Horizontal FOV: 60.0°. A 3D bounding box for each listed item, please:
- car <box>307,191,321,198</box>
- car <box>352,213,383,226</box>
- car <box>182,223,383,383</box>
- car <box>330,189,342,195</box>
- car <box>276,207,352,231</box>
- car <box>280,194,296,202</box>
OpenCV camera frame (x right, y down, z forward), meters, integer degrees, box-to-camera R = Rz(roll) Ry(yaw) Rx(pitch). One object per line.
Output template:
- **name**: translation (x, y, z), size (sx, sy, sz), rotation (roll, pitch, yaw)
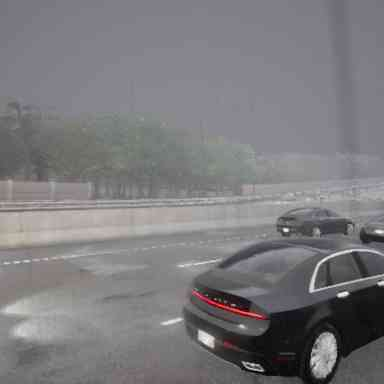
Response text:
- **car**: translation (27.945, 0.487, 75.958), size (2.097, 1.767, 4.553), rotation (0, 2, 38)
- **car**: translation (9.200, 1.575, 14.580), size (4.181, 1.385, 1.994), rotation (0, 0, -35)
- **car**: translation (2.140, 1.509, 5.390), size (4.892, 1.490, 1.837), rotation (0, 0, -35)
- **car**: translation (37.854, -0.100, 87.689), size (1.882, 1.535, 5.008), rotation (0, 3, 41)
- **car**: translation (6.338, 1.515, 16.840), size (4.892, 1.490, 1.837), rotation (0, 0, -35)
- **car**: translation (18.356, 1.160, 63.451), size (1.812, 1.442, 4.674), rotation (0, 2, 36)
